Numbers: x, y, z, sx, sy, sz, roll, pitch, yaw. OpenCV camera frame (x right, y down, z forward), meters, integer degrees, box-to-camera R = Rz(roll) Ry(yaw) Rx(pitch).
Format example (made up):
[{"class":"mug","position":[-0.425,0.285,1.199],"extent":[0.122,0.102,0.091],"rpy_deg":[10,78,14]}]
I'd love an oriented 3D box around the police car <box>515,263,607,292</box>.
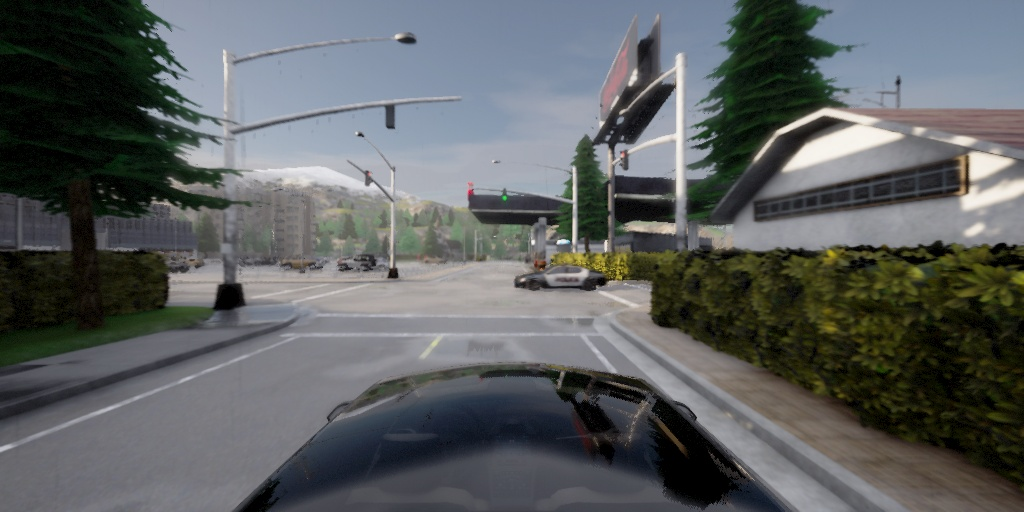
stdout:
[{"class":"police car","position":[2.653,1.200,20.182],"extent":[4.974,1.542,2.038],"rpy_deg":[-1,0,0]}]
